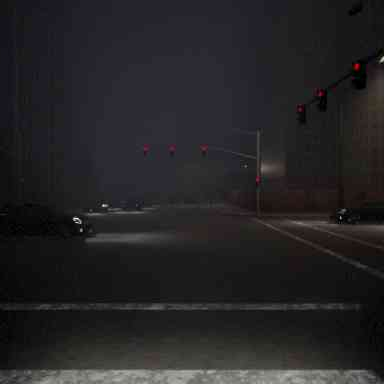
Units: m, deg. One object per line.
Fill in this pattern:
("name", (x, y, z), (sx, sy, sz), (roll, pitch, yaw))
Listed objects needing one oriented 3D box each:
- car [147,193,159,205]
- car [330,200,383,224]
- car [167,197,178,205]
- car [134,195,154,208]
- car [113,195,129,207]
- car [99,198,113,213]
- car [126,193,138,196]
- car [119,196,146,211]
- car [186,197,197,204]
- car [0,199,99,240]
("car", (-7.168, 1.221, 60.122), (2.150, 2.045, 5.566), (0, 0, 1))
("car", (12.364, 1.352, 23.844), (4.553, 1.767, 2.097), (0, 0, 0))
("car", (-3.528, 1.546, 60.272), (2.033, 1.411, 5.357), (0, 0, 0))
("car", (-7.193, 1.525, 49.595), (1.812, 1.442, 4.674), (0, 0, 0))
("car", (-10.695, 1.547, 47.582), (2.033, 1.411, 5.357), (0, 0, 0))
("car", (-10.713, 1.547, 37.507), (2.033, 1.411, 5.357), (0, 0, -3))
("car", (-10.678, 1.221, 58.272), (2.150, 2.045, 5.566), (0, 0, 0))
("car", (-7.163, 1.525, 40.501), (1.812, 1.442, 4.674), (0, 0, -1))
("car", (-0.134, 1.563, 64.902), (1.994, 1.385, 4.181), (0, 0, 0))
("car", (-7.275, 1.352, 16.406), (4.553, 1.767, 2.097), (0, 0, -1))
